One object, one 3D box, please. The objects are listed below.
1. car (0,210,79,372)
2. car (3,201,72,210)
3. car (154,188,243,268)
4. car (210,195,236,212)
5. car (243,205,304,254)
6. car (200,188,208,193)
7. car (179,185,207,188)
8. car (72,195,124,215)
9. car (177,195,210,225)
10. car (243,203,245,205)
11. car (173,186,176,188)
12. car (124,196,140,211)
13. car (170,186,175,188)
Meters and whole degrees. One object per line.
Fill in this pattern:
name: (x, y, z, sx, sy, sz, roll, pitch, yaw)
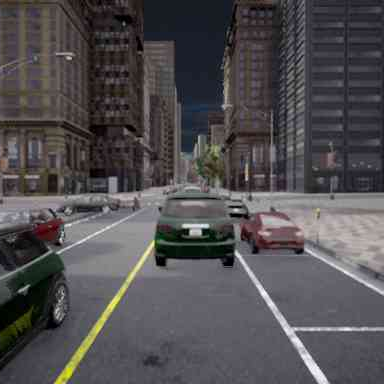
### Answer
car: (-3.099, 1.284, 3.634, 2.097, 1.767, 4.553, 0, 1, 0)
car: (-5.759, 1.239, 10.899, 1.967, 1.590, 4.097, 0, 1, 0)
car: (0.051, 1.023, 10.709, 2.150, 2.045, 5.566, 0, 1, -1)
car: (2.769, 0.983, 30.221, 1.947, 1.339, 4.313, 0, 1, 0)
car: (2.766, 1.359, 12.057, 1.802, 1.307, 4.206, 0, 1, 0)
car: (3.140, -0.382, 90.147, 1.947, 1.339, 4.313, 1, 1, 0)
car: (0.051, 0.537, 34.949, 2.150, 2.045, 5.566, 0, 1, -1)
car: (-7.495, 0.926, 24.300, 4.403, 1.369, 2.008, -1, 2, -9)
car: (0.099, 1.070, 21.583, 1.882, 1.535, 5.008, 0, 1, 0)
car: (2.768, 1.133, 22.857, 1.947, 1.339, 4.313, 0, 1, 0)
car: (-5.458, -0.130, 79.121, 2.008, 1.369, 4.403, 0, 1, 0)
car: (-5.757, 0.999, 30.227, 1.802, 1.307, 4.206, 0, 1, 0)
car: (-5.494, -0.006, 73.583, 1.887, 1.381, 4.507, 0, 1, 0)
